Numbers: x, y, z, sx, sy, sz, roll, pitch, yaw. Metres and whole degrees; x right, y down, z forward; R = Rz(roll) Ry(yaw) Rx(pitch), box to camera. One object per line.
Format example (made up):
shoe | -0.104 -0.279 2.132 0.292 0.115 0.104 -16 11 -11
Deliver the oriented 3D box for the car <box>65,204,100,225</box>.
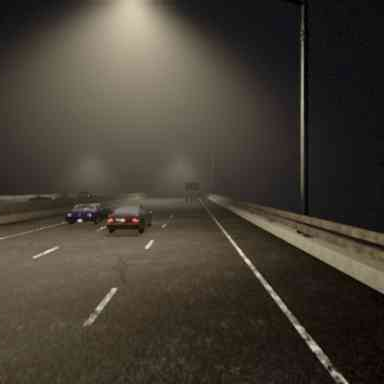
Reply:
car | -6.899 1.454 22.697 1.895 1.301 4.718 0 0 0

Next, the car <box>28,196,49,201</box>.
car | -24.535 1.235 53.702 1.895 1.301 4.718 0 0 1

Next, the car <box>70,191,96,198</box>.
car | -17.544 0.846 54.853 2.150 2.045 5.566 0 1 1

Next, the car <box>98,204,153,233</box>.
car | -3.400 1.426 18.816 2.033 1.411 5.357 0 0 0

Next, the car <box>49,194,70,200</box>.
car | -21.042 1.116 54.924 2.128 1.511 4.902 0 1 1

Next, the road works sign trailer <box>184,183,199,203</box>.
road works sign trailer | 0.004 0.062 58.772 2.380 3.560 2.880 0 0 0
